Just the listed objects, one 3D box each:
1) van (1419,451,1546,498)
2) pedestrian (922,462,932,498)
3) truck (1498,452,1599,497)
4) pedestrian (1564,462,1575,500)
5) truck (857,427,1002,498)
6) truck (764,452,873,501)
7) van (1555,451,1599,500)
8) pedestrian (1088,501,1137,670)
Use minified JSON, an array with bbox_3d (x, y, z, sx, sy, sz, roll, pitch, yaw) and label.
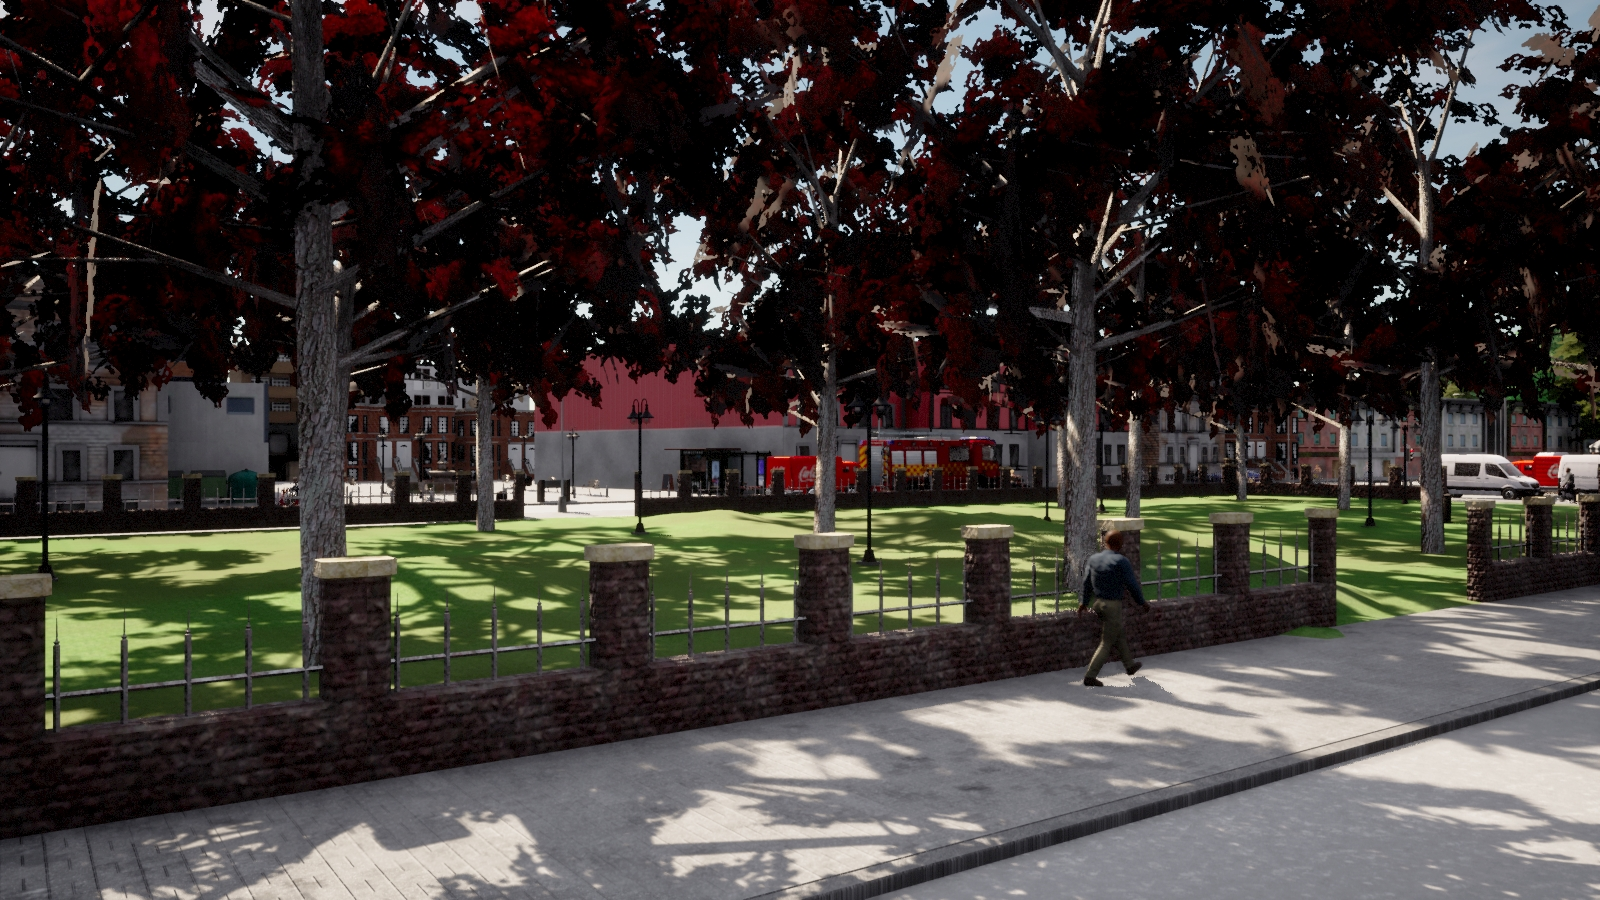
[{"bbox_3d":[38.735,1.314,65.046,1.988,2.561,5.915,0,0,-34],"label":"van"},{"bbox_3d":[6.498,1.524,58.345,0.375,1.860,0.375,0,0,-36],"label":"pedestrian"},{"bbox_3d":[43.313,1.345,65.355,2.627,2.467,5.204,0,0,-35],"label":"truck"},{"bbox_3d":[38.069,1.525,56.520,0.375,1.860,0.375,0,0,-37],"label":"pedestrian"},{"bbox_3d":[7.473,0.671,65.186,8.468,3.827,2.891,0,0,-35],"label":"truck"},{"bbox_3d":[0.982,1.348,60.339,5.204,2.467,2.627,0,0,-35],"label":"truck"},{"bbox_3d":[42.801,1.314,59.145,1.988,2.561,5.915,0,0,-34],"label":"van"},{"bbox_3d":[3.563,1.525,13.029,0.375,1.860,0.375,0,0,-34],"label":"pedestrian"}]
